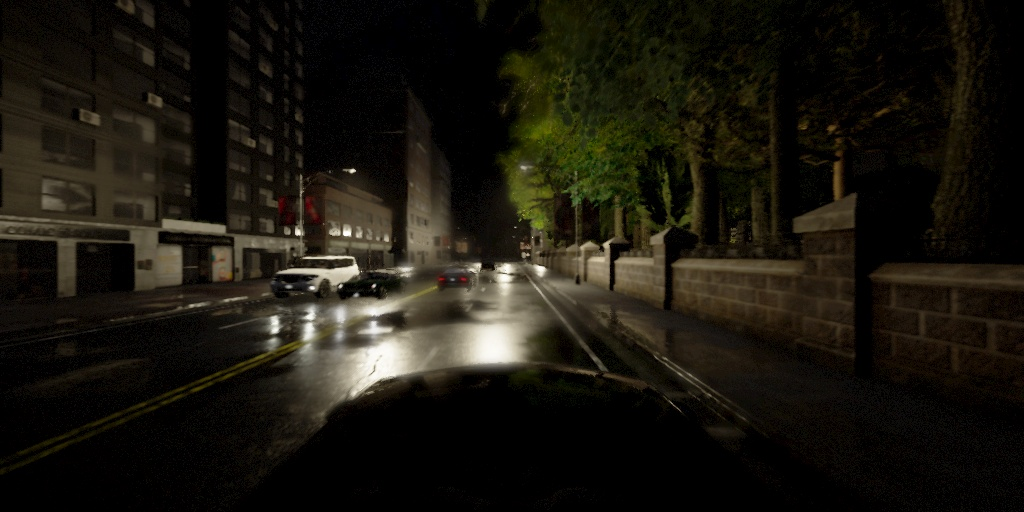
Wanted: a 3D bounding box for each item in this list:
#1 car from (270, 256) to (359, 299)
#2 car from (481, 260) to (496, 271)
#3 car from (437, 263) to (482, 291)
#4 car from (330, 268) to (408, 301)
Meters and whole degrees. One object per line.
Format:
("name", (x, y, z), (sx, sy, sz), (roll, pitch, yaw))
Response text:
("car", (-9.900, 1.005, 18.659), (2.150, 2.045, 5.566), (0, 0, 0))
("car", (-3.309, 1.261, 50.213), (1.882, 1.535, 5.008), (0, 0, 0))
("car", (-3.212, 1.314, 21.799), (2.033, 1.411, 5.357), (0, 0, 0))
("car", (-6.646, 1.374, 17.516), (1.895, 1.301, 4.718), (0, 0, 0))
